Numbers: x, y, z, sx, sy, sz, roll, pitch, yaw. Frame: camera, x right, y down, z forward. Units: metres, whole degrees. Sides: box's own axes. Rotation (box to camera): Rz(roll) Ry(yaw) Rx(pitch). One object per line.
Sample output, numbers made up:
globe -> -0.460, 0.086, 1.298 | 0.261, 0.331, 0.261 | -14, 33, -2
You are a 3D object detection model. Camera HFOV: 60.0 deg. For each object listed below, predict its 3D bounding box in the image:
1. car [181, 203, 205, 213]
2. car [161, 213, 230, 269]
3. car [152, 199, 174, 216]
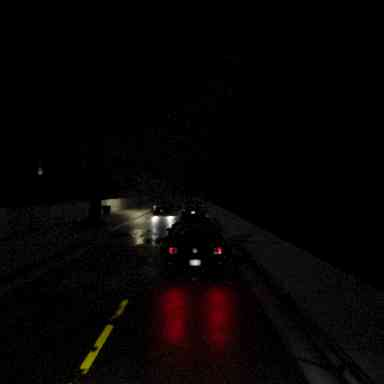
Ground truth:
car -> 0.100, 1.587, 28.428 | 1.994, 1.385, 4.181 | 0, 0, 0
car -> 0.096, 1.609, 11.168 | 1.895, 1.301, 4.718 | 0, 0, 0
car -> -2.839, 1.533, 33.368 | 1.837, 1.490, 4.892 | 0, 0, 0
